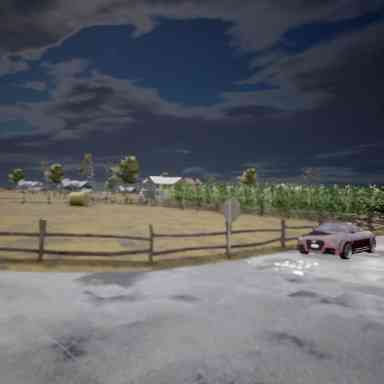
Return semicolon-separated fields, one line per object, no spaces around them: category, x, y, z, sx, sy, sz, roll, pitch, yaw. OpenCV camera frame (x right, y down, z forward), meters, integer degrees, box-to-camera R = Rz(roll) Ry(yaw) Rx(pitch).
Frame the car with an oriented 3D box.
car;6.370;2.014;14.549;4.181;1.385;1.994;2;-2;-42
